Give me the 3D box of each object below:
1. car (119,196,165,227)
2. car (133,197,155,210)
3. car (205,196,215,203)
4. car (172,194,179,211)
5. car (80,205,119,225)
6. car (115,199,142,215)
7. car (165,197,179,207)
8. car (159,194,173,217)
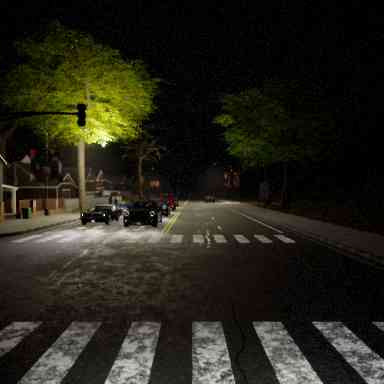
[{"bbox_3d":[-3.240,1.345,22.531,2.097,1.767,4.553,0,0,0],"label":"car"},{"bbox_3d":[-6.374,1.486,44.640,2.128,1.511,4.902,0,0,1],"label":"car"},{"bbox_3d":[3.669,1.505,67.644,1.837,1.490,4.892,0,0,1],"label":"car"},{"bbox_3d":[-3.148,1.215,41.223,2.150,2.045,5.566,0,0,0],"label":"car"},{"bbox_3d":[-6.482,1.594,24.028,1.895,1.301,4.718,0,0,0],"label":"car"},{"bbox_3d":[-6.422,1.518,34.200,1.812,1.442,4.674,0,0,0],"label":"car"},{"bbox_3d":[-3.062,1.500,51.662,1.837,1.490,4.892,0,0,1],"label":"car"},{"bbox_3d":[-3.197,1.344,31.389,2.097,1.767,4.553,0,0,0],"label":"car"}]
